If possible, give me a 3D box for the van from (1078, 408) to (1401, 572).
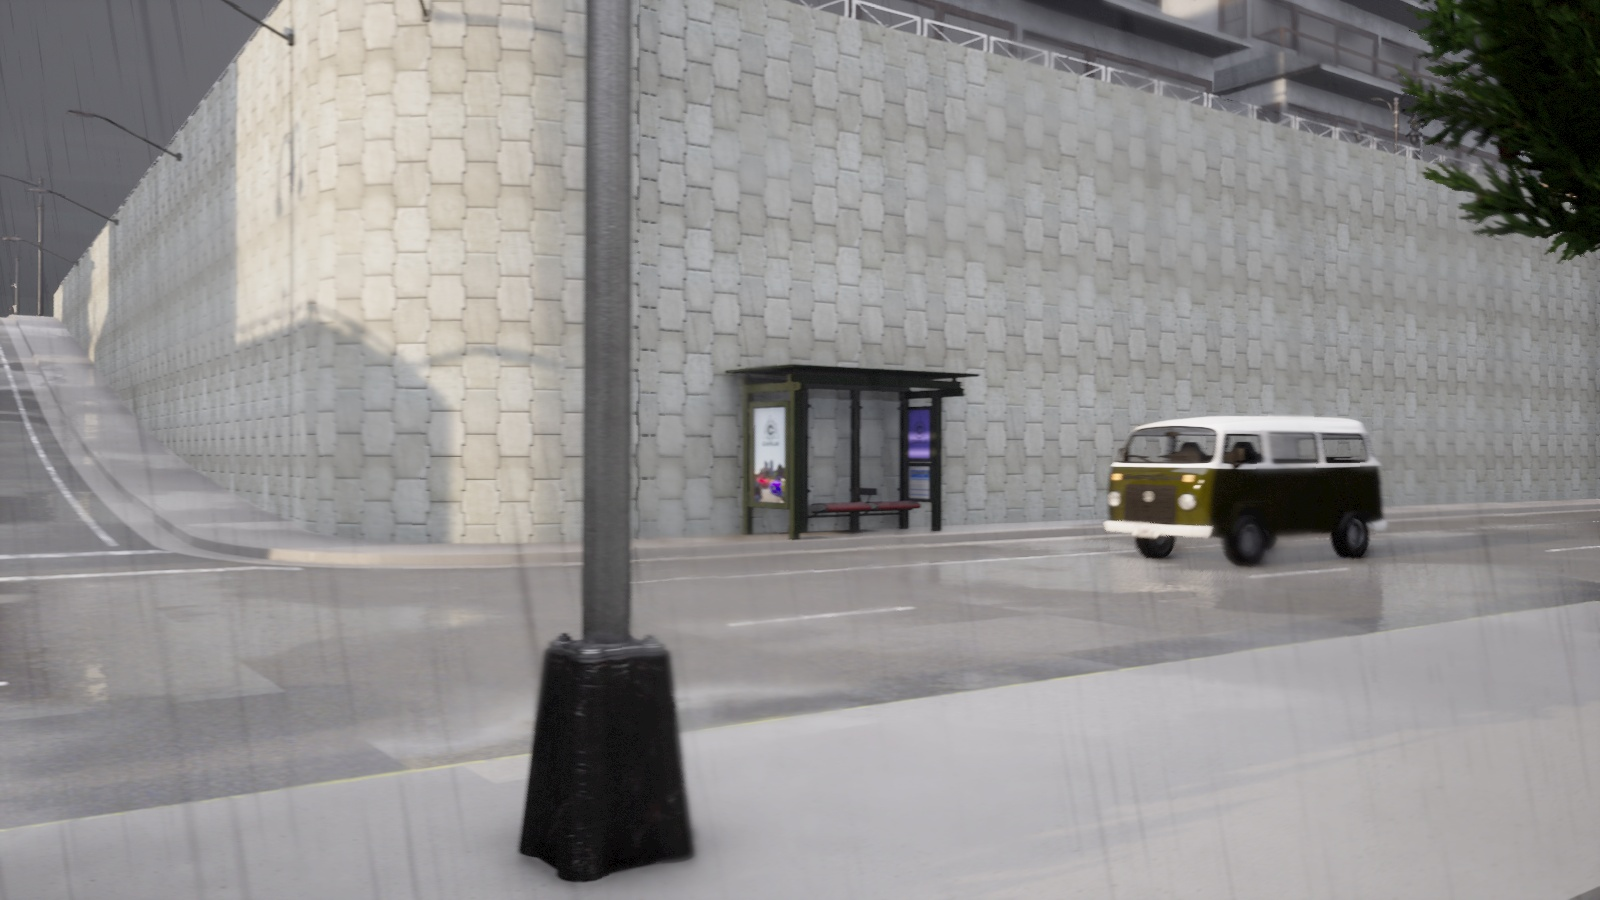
[{"bbox_3d":[6.278,0.499,17.776,4.480,2.038,2.069,0,0,-35],"label":"van"}]
